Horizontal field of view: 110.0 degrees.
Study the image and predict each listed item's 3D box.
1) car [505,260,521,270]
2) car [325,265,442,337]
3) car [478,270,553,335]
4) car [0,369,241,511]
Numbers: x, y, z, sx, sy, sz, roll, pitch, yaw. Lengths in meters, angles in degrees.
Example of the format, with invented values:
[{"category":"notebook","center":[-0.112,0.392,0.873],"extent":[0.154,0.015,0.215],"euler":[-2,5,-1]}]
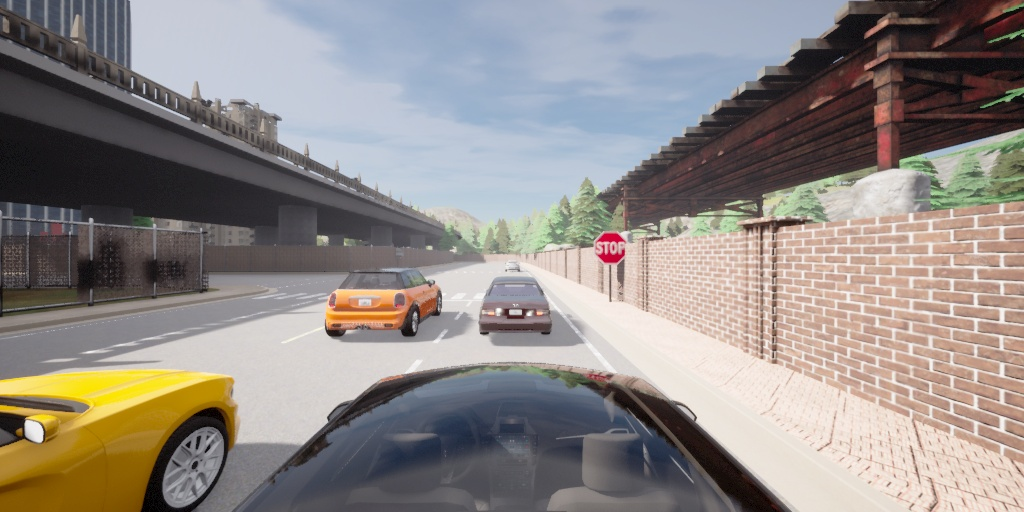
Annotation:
[{"category":"car","center":[0.067,1.272,46.348],"extent":[1.812,1.442,4.674],"euler":[0,0,-1]},{"category":"car","center":[-3.423,1.101,10.462],"extent":[2.097,1.767,4.553],"euler":[0,0,0]},{"category":"car","center":[0.078,1.297,10.485],"extent":[2.033,1.411,5.357],"euler":[0,0,0]},{"category":"car","center":[-3.398,1.228,1.205],"extent":[1.882,1.535,5.008],"euler":[0,0,0]}]
